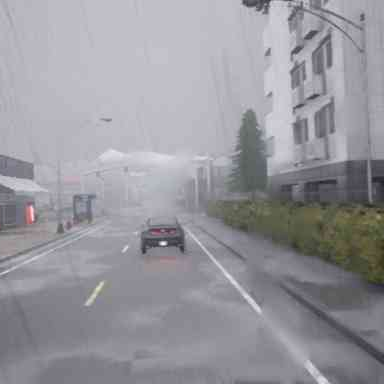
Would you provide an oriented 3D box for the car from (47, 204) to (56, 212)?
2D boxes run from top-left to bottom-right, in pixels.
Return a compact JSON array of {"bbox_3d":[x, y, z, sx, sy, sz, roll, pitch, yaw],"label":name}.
[{"bbox_3d":[-33.305,3.725,76.766,1.932,1.855,4.605,-2,-1,-6],"label":"car"}]

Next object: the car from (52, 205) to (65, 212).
[{"bbox_3d":[-34.178,4.158,85.193,1.970,1.475,3.806,-2,-1,-6],"label":"car"}]

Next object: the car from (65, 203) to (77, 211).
[{"bbox_3d":[-30.821,3.752,84.923,1.905,1.878,3.866,-2,-1,-6],"label":"car"}]

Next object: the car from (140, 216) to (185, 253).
[{"bbox_3d":[-1.358,1.865,15.494,1.837,1.490,4.892,-2,-2,-5],"label":"car"}]

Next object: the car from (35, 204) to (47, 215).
[{"bbox_3d":[-28.343,3.413,60.120,1.970,1.475,3.806,-2,-1,-6],"label":"car"}]

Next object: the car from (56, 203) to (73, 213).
[{"bbox_3d":[-25.400,3.497,67.498,2.007,1.523,4.514,-2,-1,-6],"label":"car"}]
